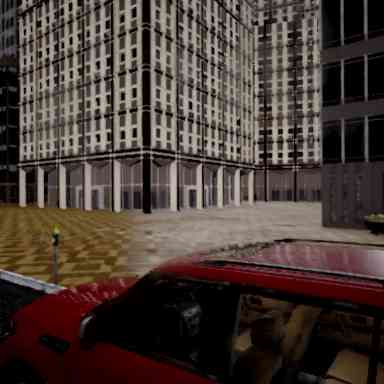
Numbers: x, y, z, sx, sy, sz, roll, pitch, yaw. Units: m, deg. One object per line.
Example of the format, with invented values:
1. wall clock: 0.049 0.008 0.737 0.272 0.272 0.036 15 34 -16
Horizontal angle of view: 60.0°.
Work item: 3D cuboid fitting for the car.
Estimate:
1. car: 0.539 1.312 2.501 5.009 1.841 2.192 0 0 36
